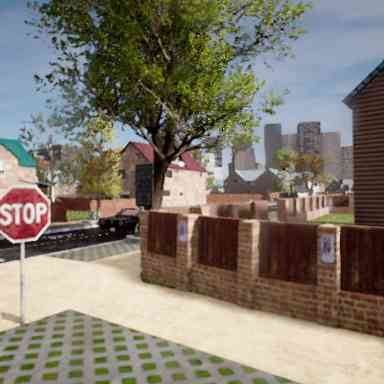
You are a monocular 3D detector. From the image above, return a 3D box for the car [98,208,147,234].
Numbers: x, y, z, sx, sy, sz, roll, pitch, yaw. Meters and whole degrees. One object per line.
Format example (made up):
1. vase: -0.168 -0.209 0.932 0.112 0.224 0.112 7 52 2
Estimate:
1. car: -2.522 1.469 17.556 1.895 1.301 4.718 -1 0 33
